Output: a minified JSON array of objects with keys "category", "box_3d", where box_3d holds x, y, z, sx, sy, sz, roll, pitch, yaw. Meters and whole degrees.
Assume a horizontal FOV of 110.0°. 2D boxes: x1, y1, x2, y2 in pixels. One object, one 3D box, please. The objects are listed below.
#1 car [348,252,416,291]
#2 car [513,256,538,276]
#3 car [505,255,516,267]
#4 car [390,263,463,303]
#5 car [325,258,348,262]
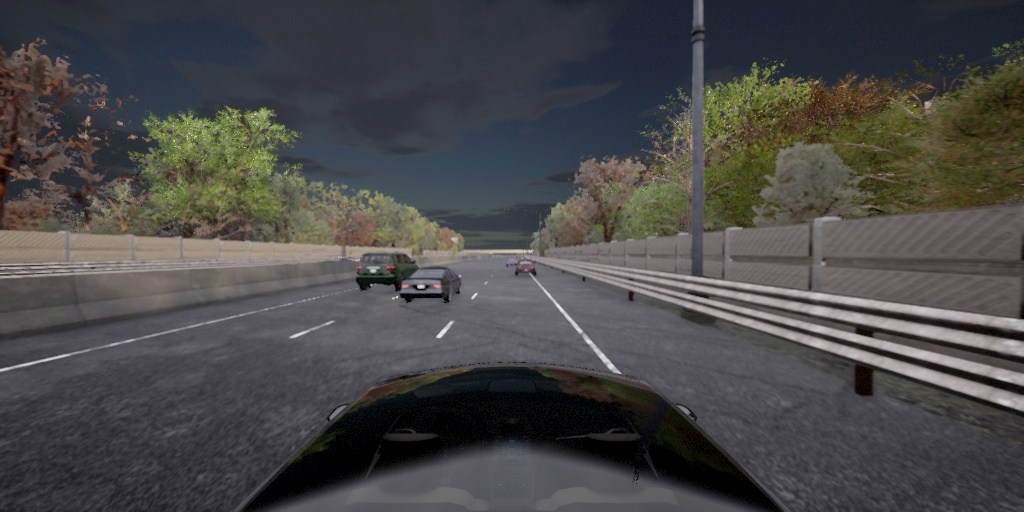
[{"category":"car","box_3d":[-6.900,0.811,20.513,2.150,2.045,5.566,0,0,0]},{"category":"car","box_3d":[1.230,1.022,33.160,1.812,1.442,4.674,0,0,0]},{"category":"car","box_3d":[0.014,0.901,53.179,2.033,1.411,5.357,0,0,0]},{"category":"car","box_3d":[-3.398,1.176,15.904,2.033,1.411,5.357,0,0,0]},{"category":"car","box_3d":[-24.553,0.921,50.299,2.033,1.411,5.357,0,0,1]}]
